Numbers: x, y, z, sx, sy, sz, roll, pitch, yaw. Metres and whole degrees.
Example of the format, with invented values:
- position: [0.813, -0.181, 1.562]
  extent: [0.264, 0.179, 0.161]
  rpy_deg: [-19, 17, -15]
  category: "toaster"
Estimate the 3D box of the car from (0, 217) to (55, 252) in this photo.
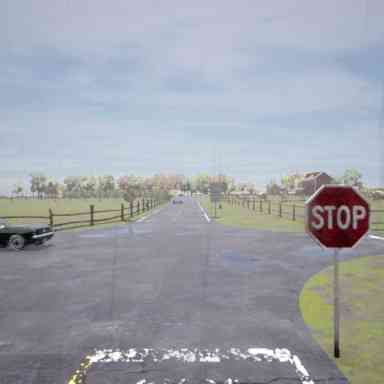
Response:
- position: [-8.188, 1.648, 13.459]
  extent: [4.718, 1.301, 1.895]
  rpy_deg: [-1, -1, 0]
  category: "car"

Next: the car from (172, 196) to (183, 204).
- position: [-2.824, 1.582, 65.392]
  extent: [1.812, 1.442, 4.674]
  rpy_deg: [0, 0, 0]
  category: "car"
